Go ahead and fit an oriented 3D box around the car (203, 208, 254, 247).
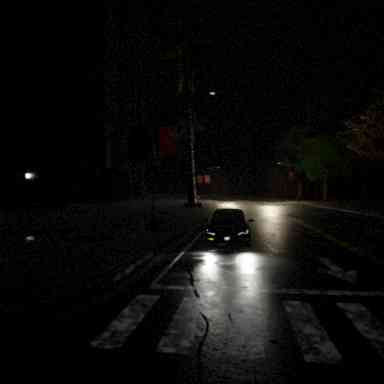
[{"bbox_3d":[1.666,1.509,15.076,1.837,1.490,4.892,0,0,8],"label":"car"}]
